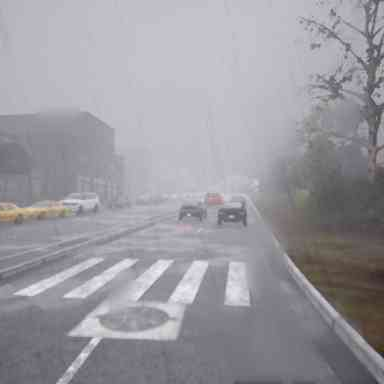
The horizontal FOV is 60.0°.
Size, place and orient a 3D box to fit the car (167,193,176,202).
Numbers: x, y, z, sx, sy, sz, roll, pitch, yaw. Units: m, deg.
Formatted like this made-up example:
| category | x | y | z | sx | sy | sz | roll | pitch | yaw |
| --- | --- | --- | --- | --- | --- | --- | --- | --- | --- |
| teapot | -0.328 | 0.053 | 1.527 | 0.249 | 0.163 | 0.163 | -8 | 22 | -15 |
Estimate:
| category | x | y | z | sx | sy | sz | roll | pitch | yaw |
| --- | --- | --- | --- | --- | --- | --- | --- | --- | --- |
| car | -5.410 | 1.228 | 69.049 | 2.231 | 1.521 | 4.892 | 0 | 0 | 9 |

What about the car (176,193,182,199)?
| category | x | y | z | sx | sy | sz | roll | pitch | yaw |
| --- | --- | --- | --- | --- | --- | --- | --- | --- | --- |
| car | -4.316 | 1.201 | 75.834 | 1.946 | 1.575 | 5.366 | 0 | 0 | 9 |

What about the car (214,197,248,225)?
| category | x | y | z | sx | sy | sz | roll | pitch | yaw |
| --- | --- | --- | --- | --- | --- | --- | --- | --- | --- |
| car | 2.869 | 1.386 | 23.363 | 1.882 | 1.535 | 5.008 | 0 | 0 | 9 |

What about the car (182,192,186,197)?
| category | x | y | z | sx | sy | sz | roll | pitch | yaw |
| --- | --- | --- | --- | --- | --- | --- | --- | --- | --- |
| car | -3.448 | 1.059 | 81.509 | 2.185 | 1.767 | 4.553 | 0 | 0 | 9 |

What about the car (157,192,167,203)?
| category | x | y | z | sx | sy | sz | roll | pitch | yaw |
| --- | --- | --- | --- | --- | --- | --- | --- | --- | --- |
| car | -6.780 | 1.007 | 59.728 | 2.435 | 2.045 | 5.566 | 0 | 0 | 9 |

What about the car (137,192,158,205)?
| category | x | y | z | sx | sy | sz | roll | pitch | yaw |
| --- | --- | --- | --- | --- | --- | --- | --- | --- | --- |
| car | -7.609 | 1.277 | 54.301 | 2.231 | 1.521 | 4.892 | 0 | 0 | 9 |

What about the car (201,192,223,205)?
| category | x | y | z | sx | sy | sz | roll | pitch | yaw |
| --- | --- | --- | --- | --- | --- | --- | --- | --- | --- |
| car | 2.920 | 1.066 | 44.695 | 2.150 | 2.045 | 5.566 | 0 | 0 | 10 |

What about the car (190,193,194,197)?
| category | x | y | z | sx | sy | sz | roll | pitch | yaw |
| --- | --- | --- | --- | --- | --- | --- | --- | --- | --- |
| car | -1.787 | 0.897 | 92.373 | 2.435 | 2.045 | 5.566 | 0 | 0 | 9 |

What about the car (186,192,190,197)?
| category | x | y | z | sx | sy | sz | roll | pitch | yaw |
| --- | --- | --- | --- | --- | --- | --- | --- | --- | --- |
| car | -2.645 | 1.164 | 86.757 | 1.946 | 1.575 | 5.366 | 0 | 0 | 9 |

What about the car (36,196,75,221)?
| category | x | y | z | sx | sy | sz | roll | pitch | yaw |
| --- | --- | --- | --- | --- | --- | --- | --- | --- | --- |
| car | -11.836 | 1.366 | 26.680 | 1.946 | 1.575 | 5.366 | 0 | 0 | 9 |

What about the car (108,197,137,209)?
| category | x | y | z | sx | sy | sz | roll | pitch | yaw |
| --- | --- | --- | --- | --- | --- | --- | --- | --- | --- |
| car | -9.290 | 1.342 | 43.342 | 2.163 | 1.488 | 4.792 | 0 | 0 | 9 |

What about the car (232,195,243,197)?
| category | x | y | z | sx | sy | sz | roll | pitch | yaw |
| --- | --- | --- | --- | --- | --- | --- | --- | --- | --- |
| car | 5.788 | 1.192 | 41.984 | 2.097 | 1.767 | 4.553 | 0 | 0 | 9 |

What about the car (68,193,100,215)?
| category | x | y | z | sx | sy | sz | roll | pitch | yaw |
| --- | --- | --- | --- | --- | --- | --- | --- | --- | --- |
| car | -10.955 | 1.098 | 32.421 | 2.435 | 2.045 | 5.566 | 0 | 0 | 9 |

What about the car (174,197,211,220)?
| category | x | y | z | sx | sy | sz | roll | pitch | yaw |
| --- | --- | --- | --- | --- | --- | --- | --- | --- | --- |
| car | 0.136 | 1.414 | 26.918 | 1.837 | 1.490 | 4.892 | 0 | 1 | 9 |

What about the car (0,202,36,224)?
| category | x | y | z | sx | sy | sz | roll | pitch | yaw |
| --- | --- | --- | --- | --- | --- | --- | --- | --- | --- |
| car | -12.671 | 1.384 | 21.219 | 1.946 | 1.575 | 5.366 | 0 | 0 | 9 |
